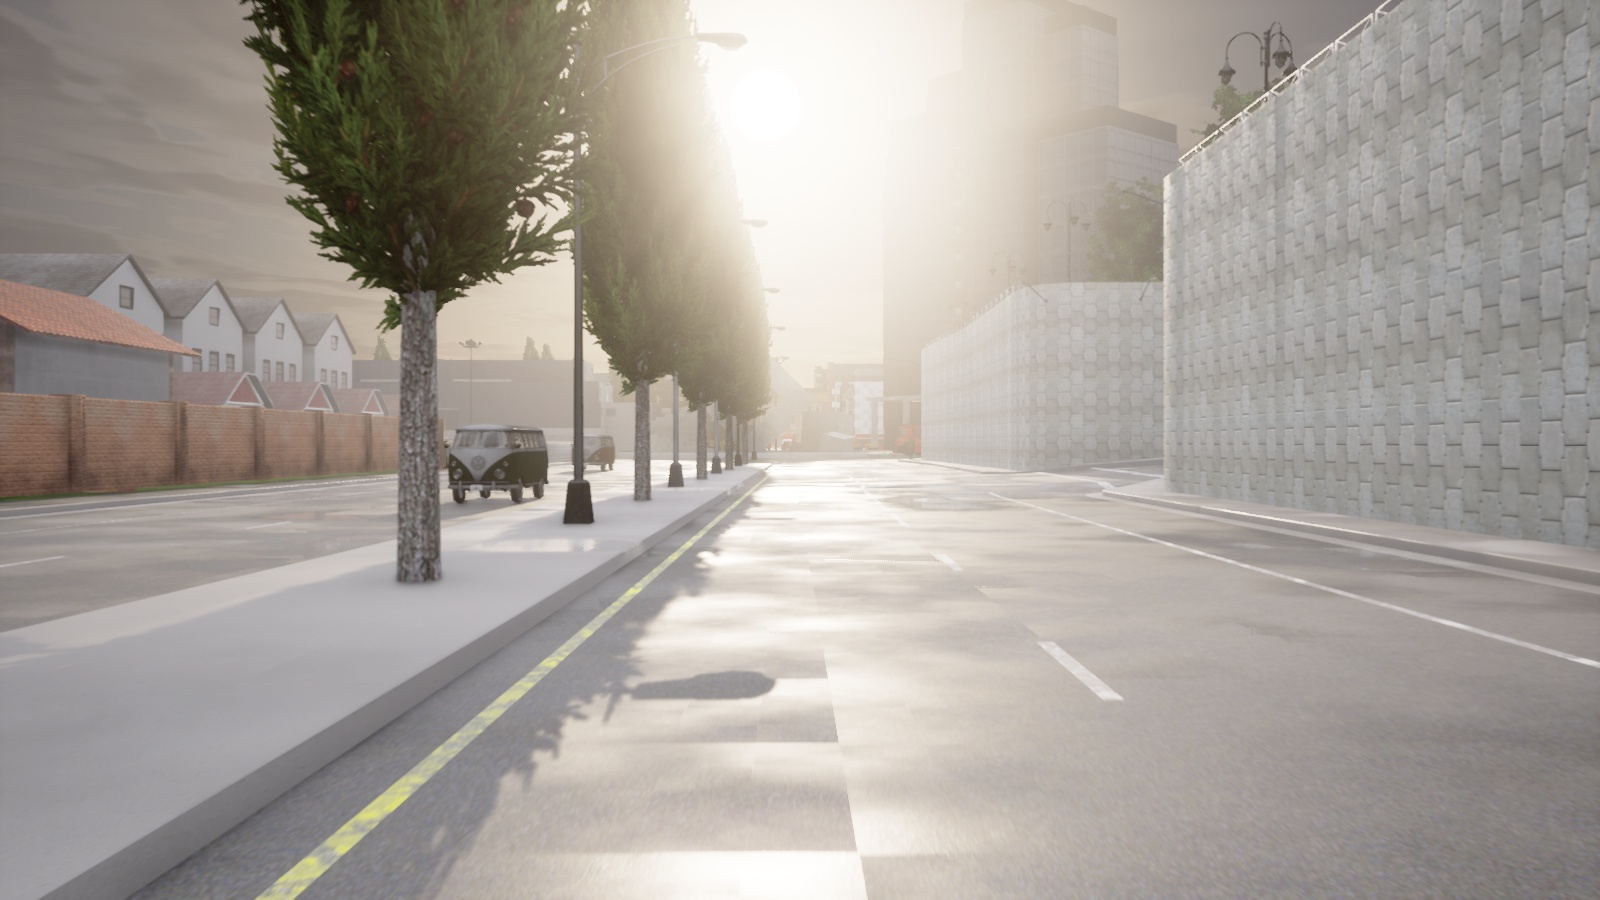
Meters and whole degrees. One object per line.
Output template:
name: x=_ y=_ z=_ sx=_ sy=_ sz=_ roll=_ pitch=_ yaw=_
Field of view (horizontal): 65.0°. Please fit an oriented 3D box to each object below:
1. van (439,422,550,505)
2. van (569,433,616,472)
van: x=-7.800 y=0.310 z=32.489 sx=1.775 sy=1.987 sz=4.442 roll=0 pitch=0 yaw=0
van: x=-11.102 y=0.111 z=67.350 sx=1.775 sy=1.987 sz=4.442 roll=0 pitch=0 yaw=0
